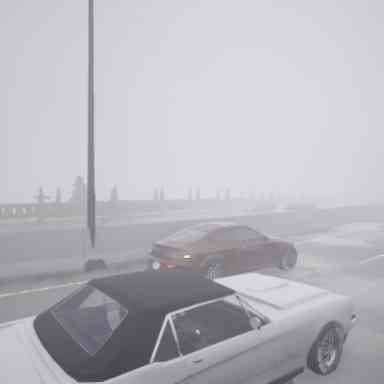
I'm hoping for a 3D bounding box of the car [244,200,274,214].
[{"bbox_3d":[7.495,1.568,35.550,2.128,1.511,4.902,0,0,43],"label":"car"}]

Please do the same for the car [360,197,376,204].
[{"bbox_3d":[33.976,1.626,64.060,1.994,1.385,4.181,0,0,43],"label":"car"}]

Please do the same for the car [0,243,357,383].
[{"bbox_3d":[-0.070,1.613,3.876,4.718,1.301,1.895,0,0,-37],"label":"car"}]

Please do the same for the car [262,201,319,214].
[{"bbox_3d":[7.643,1.649,25.425,1.895,1.301,4.718,0,0,43],"label":"car"}]

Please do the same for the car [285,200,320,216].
[{"bbox_3d":[11.645,1.626,34.882,1.994,1.385,4.181,0,0,43],"label":"car"}]

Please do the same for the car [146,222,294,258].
[{"bbox_3d":[0.974,1.549,9.187,4.674,1.442,1.812,0,0,-39],"label":"car"}]
